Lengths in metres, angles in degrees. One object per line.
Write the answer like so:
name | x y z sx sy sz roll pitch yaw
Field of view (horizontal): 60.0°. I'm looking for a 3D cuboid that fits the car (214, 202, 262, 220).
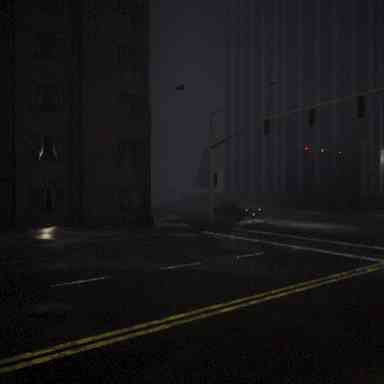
car | 3.748 1.529 28.789 1.895 1.301 4.718 0 0 -35
